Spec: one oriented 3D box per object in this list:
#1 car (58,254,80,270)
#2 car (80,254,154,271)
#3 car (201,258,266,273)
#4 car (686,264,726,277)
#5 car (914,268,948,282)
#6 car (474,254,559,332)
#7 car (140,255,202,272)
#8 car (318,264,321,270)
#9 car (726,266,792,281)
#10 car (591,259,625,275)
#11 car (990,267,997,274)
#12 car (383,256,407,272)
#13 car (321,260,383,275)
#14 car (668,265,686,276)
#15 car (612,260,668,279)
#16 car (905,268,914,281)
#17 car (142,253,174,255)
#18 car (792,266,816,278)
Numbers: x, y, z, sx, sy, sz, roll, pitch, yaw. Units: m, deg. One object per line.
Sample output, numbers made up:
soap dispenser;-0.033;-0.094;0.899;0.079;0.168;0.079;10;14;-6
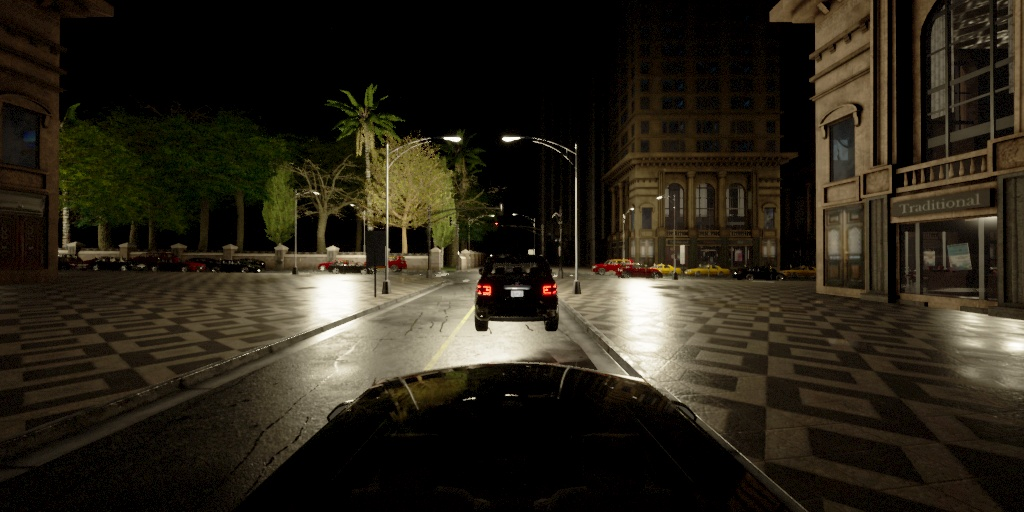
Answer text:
car;-42.561;0.725;33.788;4.207;1.307;1.802;0;0;0
car;-37.037;0.780;33.764;4.403;1.370;2.007;0;0;0
car;-25.989;0.964;33.716;4.313;1.339;1.948;0;0;0
car;22.833;1.669;42.031;4.829;1.417;1.751;0;0;0
car;39.596;1.888;33.433;4.207;1.307;1.802;0;0;0
car;0.115;0.973;11.061;2.150;2.045;5.566;0;0;0
car;-31.514;0.859;33.740;4.507;1.381;1.888;0;0;0
car;-20.440;1.076;42.218;4.507;1.381;1.888;0;0;0
car;22.976;1.659;33.505;4.313;1.339;1.948;0;0;0
car;11.922;1.310;42.078;5.009;1.841;2.192;0;0;0
car;45.137;1.813;33.409;4.097;1.591;1.967;0;0;0
car;-14.916;0.927;42.194;5.009;1.841;2.192;0;0;0
car;-14.941;1.113;33.669;4.403;1.370;2.007;0;0;0
car;17.293;1.595;42.055;4.829;1.417;1.751;0;0;0
car;11.896;1.385;33.553;4.097;1.591;1.967;0;0;0
car;34.055;1.802;33.457;4.313;1.339;1.948;0;0;0
car;-42.535;0.507;42.313;5.009;1.841;2.192;0;0;0
car;33.914;1.811;41.983;4.829;1.417;1.751;0;0;0
